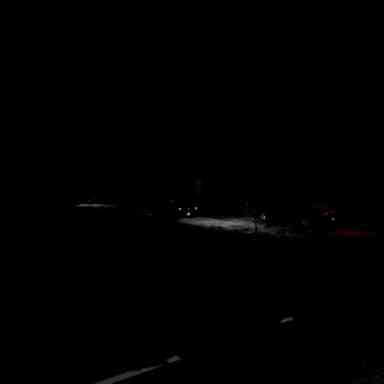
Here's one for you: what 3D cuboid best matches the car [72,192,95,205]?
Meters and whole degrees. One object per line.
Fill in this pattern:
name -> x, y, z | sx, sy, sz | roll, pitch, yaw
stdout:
car -> -14.142, 0.842, 43.247 | 1.837, 1.490, 4.892 | -1, 1, -36

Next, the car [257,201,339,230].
car -> 6.038, 1.258, 19.565 | 1.882, 1.535, 5.008 | -3, 3, -35

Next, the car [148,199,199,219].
car -> -1.530, 1.250, 25.733 | 1.895, 1.301, 4.718 | -1, 2, -36
